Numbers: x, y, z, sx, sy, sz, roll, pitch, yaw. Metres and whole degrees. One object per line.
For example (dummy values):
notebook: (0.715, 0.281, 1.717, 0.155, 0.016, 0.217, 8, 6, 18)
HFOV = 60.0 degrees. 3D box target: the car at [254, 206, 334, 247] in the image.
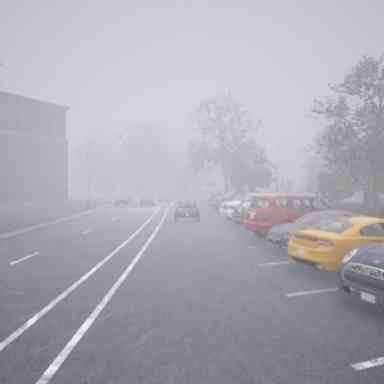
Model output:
car: (5.207, 1.472, 12.791, 4.892, 1.521, 2.231, 1, 1, -21)

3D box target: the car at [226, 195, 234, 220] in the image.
car: (4.953, 1.257, 21.701, 4.553, 1.767, 2.185, 0, 1, -22)

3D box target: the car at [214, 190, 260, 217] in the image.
car: (4.861, 1.082, 24.668, 5.566, 2.045, 2.435, 0, 2, -22)

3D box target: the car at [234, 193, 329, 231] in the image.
car: (5.166, 1.200, 15.780, 5.566, 2.045, 2.435, 1, 0, -22)

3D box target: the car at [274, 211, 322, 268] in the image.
car: (5.242, 1.479, 9.822, 5.008, 1.535, 2.097, 1, 0, -21)

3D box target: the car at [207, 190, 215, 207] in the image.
car: (4.497, 0.876, 33.575, 5.566, 2.045, 2.435, 0, 2, -23)

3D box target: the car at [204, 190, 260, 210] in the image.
car: (4.403, 0.799, 36.575, 5.566, 2.045, 2.435, 0, 1, -23)

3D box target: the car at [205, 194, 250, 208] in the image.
car: (4.214, 0.975, 39.535, 4.892, 1.521, 2.231, 0, 1, -23)

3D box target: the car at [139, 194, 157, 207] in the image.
car: (-5.326, 0.989, 40.341, 1.837, 1.490, 4.892, 0, 1, -3)

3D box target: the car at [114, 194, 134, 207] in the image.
car: (-8.124, 0.922, 40.249, 2.033, 1.411, 5.357, 0, 1, -3)

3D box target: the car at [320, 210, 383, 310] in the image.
car: (5.314, 1.357, 6.855, 4.553, 1.767, 2.185, 1, 0, -21)

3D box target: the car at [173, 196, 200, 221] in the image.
car: (-0.396, 1.322, 25.236, 2.128, 1.511, 4.902, 0, 1, -2)

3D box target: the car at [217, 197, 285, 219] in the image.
car: (4.943, 1.271, 27.742, 5.366, 1.575, 1.946, 0, 1, -22)

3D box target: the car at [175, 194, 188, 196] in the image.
car: (-1.154, 0.973, 41.669, 2.033, 1.411, 5.357, 0, 1, -3)
